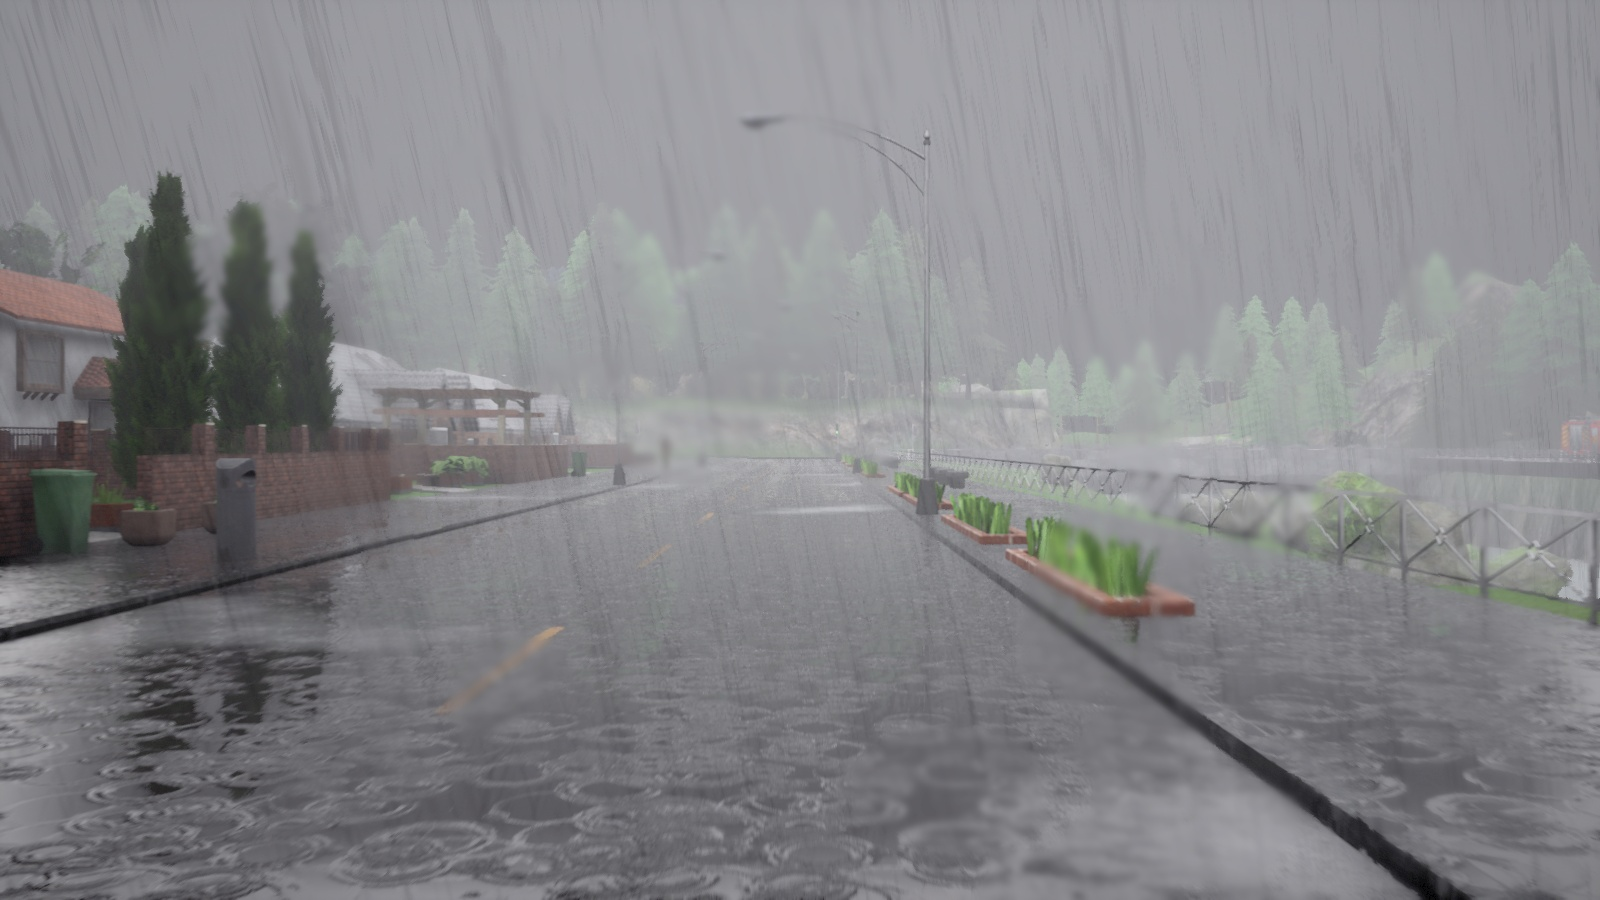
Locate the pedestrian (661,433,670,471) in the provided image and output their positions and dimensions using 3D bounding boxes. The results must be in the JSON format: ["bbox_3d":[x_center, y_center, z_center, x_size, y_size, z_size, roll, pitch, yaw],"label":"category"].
[{"bbox_3d":[-6.840,0.091,63.897,0.396,1.930,0.692,0,0,1],"label":"pedestrian"}]
